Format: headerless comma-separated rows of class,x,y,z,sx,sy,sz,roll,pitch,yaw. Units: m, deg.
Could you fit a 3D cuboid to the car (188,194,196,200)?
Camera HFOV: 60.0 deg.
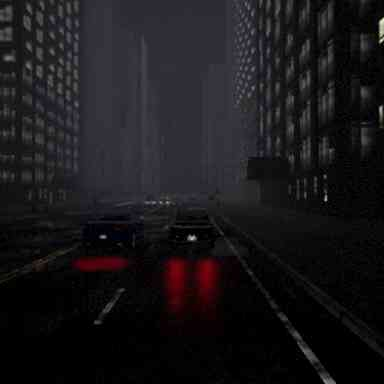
car,0.000,1.398,87.424,1.882,1.535,5.008,0,0,0

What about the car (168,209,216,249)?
car,0.000,1.500,14.653,2.128,1.511,4.902,0,0,0

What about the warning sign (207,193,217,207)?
warning sign,2.834,1.132,47.615,1.300,1.860,1.060,-1,-1,0

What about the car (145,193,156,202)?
car,-9.750,1.207,79.107,2.150,2.045,5.566,0,0,0

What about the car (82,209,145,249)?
car,-3.250,1.490,14.652,1.882,1.535,5.008,0,0,0

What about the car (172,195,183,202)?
car,-3.251,1.481,74.086,1.812,1.442,4.674,0,0,0

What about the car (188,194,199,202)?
car,-0.001,1.435,74.087,1.882,1.535,5.008,0,0,0

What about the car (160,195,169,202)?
car,-6.500,1.506,79.137,1.812,1.442,4.674,0,0,0

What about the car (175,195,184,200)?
car,-3.251,1.471,87.841,2.033,1.411,5.357,0,0,0
